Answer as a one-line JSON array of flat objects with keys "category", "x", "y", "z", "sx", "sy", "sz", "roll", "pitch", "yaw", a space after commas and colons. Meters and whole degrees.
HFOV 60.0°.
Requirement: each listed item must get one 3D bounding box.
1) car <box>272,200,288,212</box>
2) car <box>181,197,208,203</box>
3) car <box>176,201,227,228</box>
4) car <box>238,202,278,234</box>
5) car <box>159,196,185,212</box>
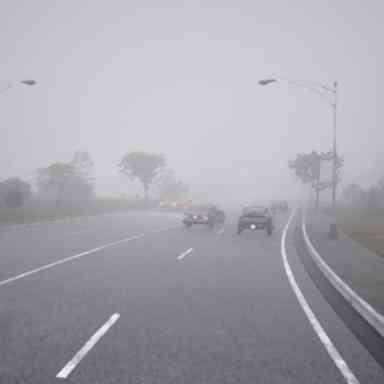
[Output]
[{"category": "car", "x": 10.183, "y": 1.535, "z": 38.803, "sx": 1.895, "sy": 1.301, "sz": 4.718, "roll": 1, "pitch": 1, "yaw": 19}, {"category": "car", "x": 0.784, "y": 1.440, "z": 33.511, "sx": 1.812, "sy": 1.442, "sz": 4.674, "roll": 1, "pitch": 1, "yaw": 19}, {"category": "car", "x": 0.944, "y": 1.555, "z": 22.248, "sx": 2.033, "sy": 1.411, "sz": 5.357, "roll": 1, "pitch": 0, "yaw": 17}, {"category": "car", "x": 3.883, "y": 1.560, "z": 19.706, "sx": 1.837, "sy": 1.490, "sz": 4.892, "roll": 1, "pitch": 0, "yaw": 17}, {"category": "car", "x": -1.931, "y": 1.203, "z": 36.383, "sx": 2.097, "sy": 1.767, "sz": 4.553, "roll": 1, "pitch": 1, "yaw": 19}]
